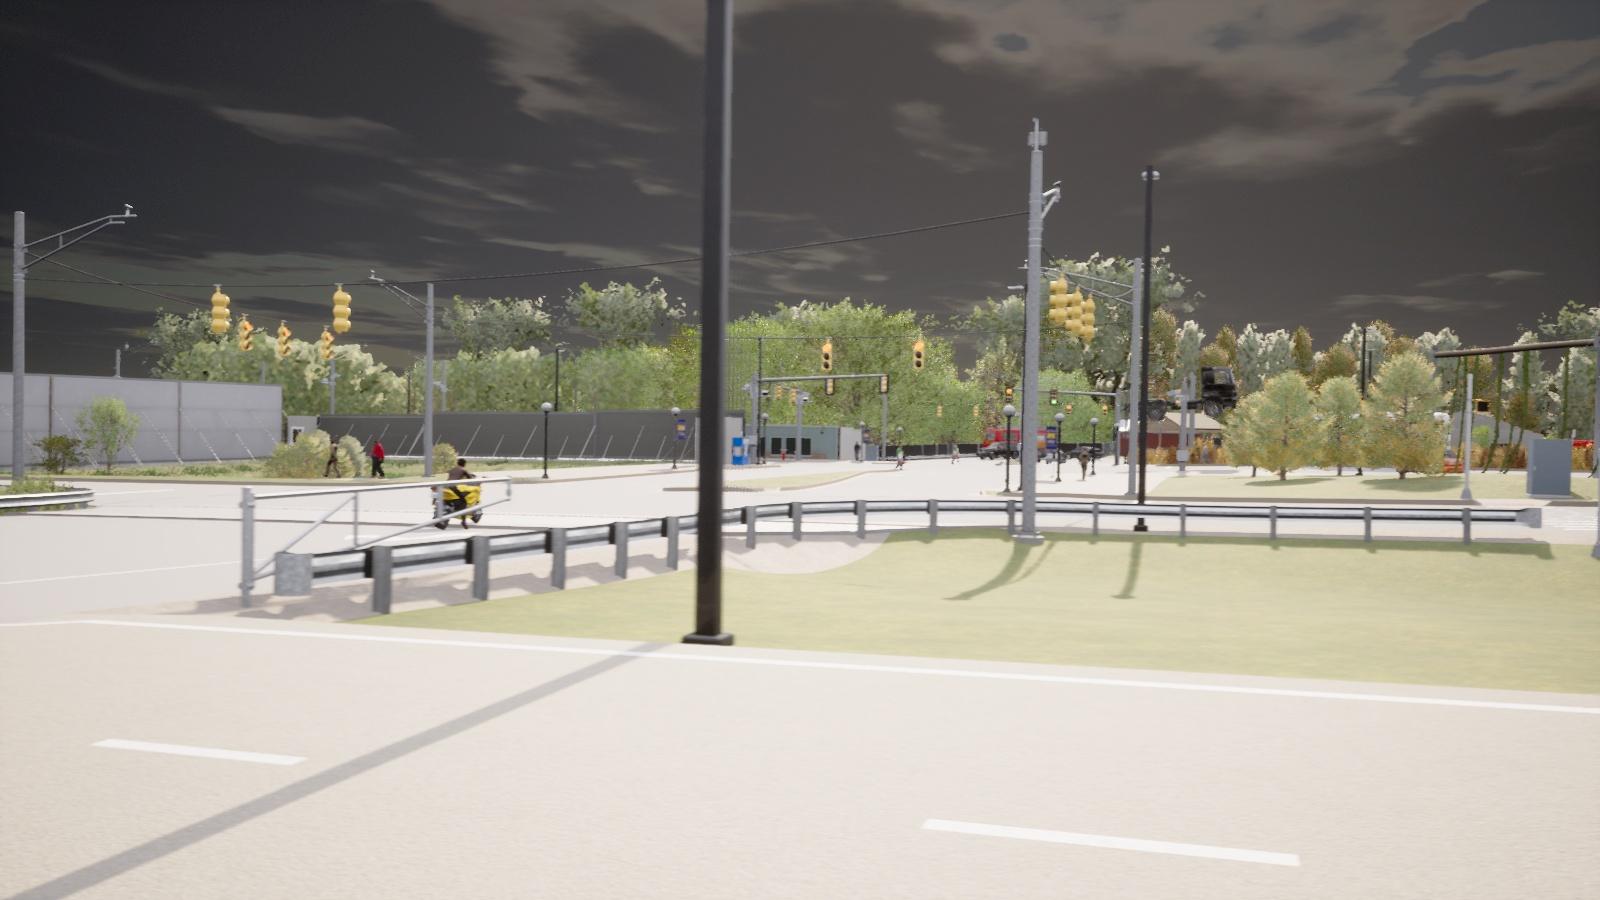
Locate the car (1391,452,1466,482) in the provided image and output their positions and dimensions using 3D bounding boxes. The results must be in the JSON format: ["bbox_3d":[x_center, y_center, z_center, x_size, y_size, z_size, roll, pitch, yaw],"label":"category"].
[{"bbox_3d":[41.488,1.113,83.029,2.097,1.767,4.553,1,2,-11],"label":"car"}]

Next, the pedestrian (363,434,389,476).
[{"bbox_3d":[-18.937,0.235,56.059,0.899,1.844,0.634,0,2,-38],"label":"pedestrian"}]

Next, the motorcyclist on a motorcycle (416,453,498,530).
[{"bbox_3d":[-7.558,0.884,27.779,0.797,1.523,2.044,1,3,16],"label":"motorcyclist on a motorcycle"}]

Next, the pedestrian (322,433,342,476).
[{"bbox_3d":[-21.229,0.192,56.954,0.692,1.930,0.396,2,1,17],"label":"pedestrian"}]

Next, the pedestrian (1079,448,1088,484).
[{"bbox_3d":[15.772,0.883,69.838,0.396,1.930,0.692,2,1,19],"label":"pedestrian"}]

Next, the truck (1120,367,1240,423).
[{"bbox_3d":[27.059,-3.904,89.532,7.936,3.462,2.891,-2,2,17],"label":"truck"}]
